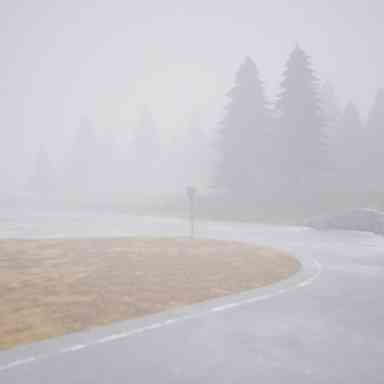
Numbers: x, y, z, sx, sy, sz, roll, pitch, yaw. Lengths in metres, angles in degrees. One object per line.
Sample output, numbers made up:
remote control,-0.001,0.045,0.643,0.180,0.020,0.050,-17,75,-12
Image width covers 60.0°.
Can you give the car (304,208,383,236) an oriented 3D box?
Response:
car,9.305,1.630,18.927,5.357,1.411,2.033,0,0,37
